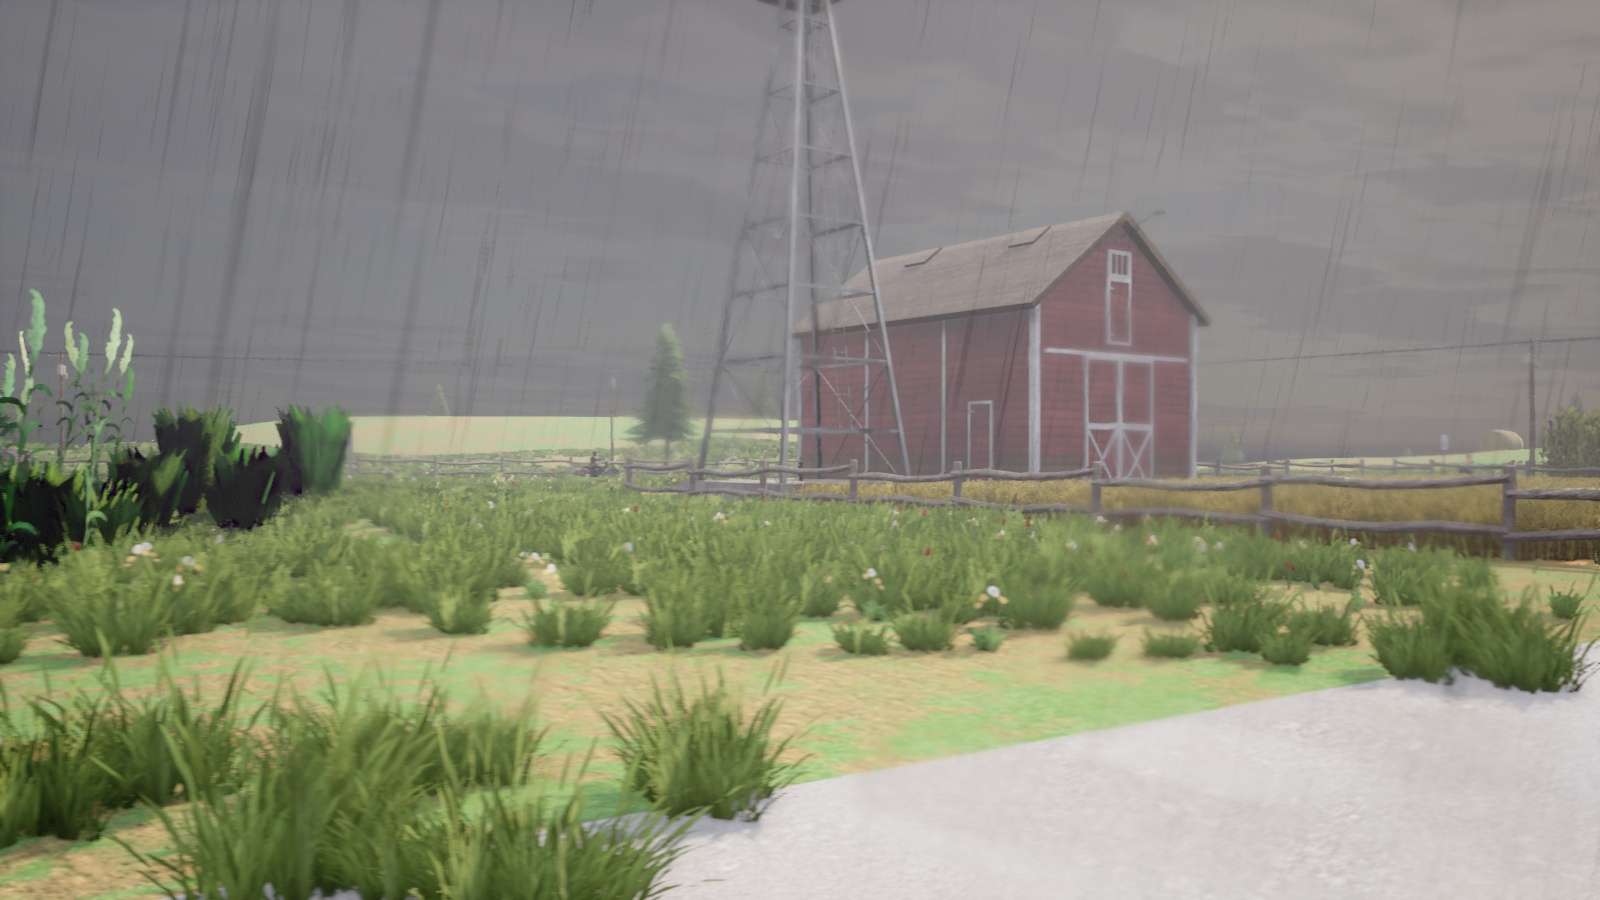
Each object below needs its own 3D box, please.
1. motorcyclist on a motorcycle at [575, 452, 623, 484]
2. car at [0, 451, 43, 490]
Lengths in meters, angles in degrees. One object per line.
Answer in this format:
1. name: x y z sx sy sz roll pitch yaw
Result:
1. motorcyclist on a motorcycle: -10.456 0.925 65.278 2.350 1.649 0.766 0 0 -29
2. car: -35.875 0.888 54.734 4.856 1.649 2.033 0 0 -29
